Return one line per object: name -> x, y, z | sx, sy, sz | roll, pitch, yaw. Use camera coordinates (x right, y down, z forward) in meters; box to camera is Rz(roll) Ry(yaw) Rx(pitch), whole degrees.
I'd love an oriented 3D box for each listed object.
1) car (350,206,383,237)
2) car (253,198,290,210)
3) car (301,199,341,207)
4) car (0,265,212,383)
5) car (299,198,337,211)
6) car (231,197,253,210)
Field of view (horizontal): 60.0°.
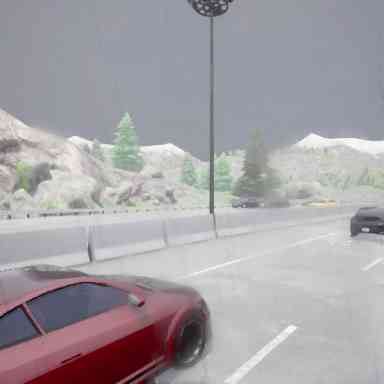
car -> 9.714, 1.503, 17.181 | 1.837, 1.490, 4.892 | 0, 0, 43
car -> 10.414, 1.491, 41.958 | 4.902, 1.511, 2.128 | 0, 0, -40
car -> 14.319, 1.476, 36.109 | 5.008, 1.535, 1.882 | 0, 0, -40
car -> -1.545, 1.564, 3.826 | 1.994, 1.385, 4.181 | 0, 0, 36
car -> 15.931, 1.546, 41.916 | 5.357, 1.411, 2.033 | 0, 0, -38
car -> 7.246, 1.505, 43.867 | 4.892, 1.490, 1.837 | 0, 0, -40
